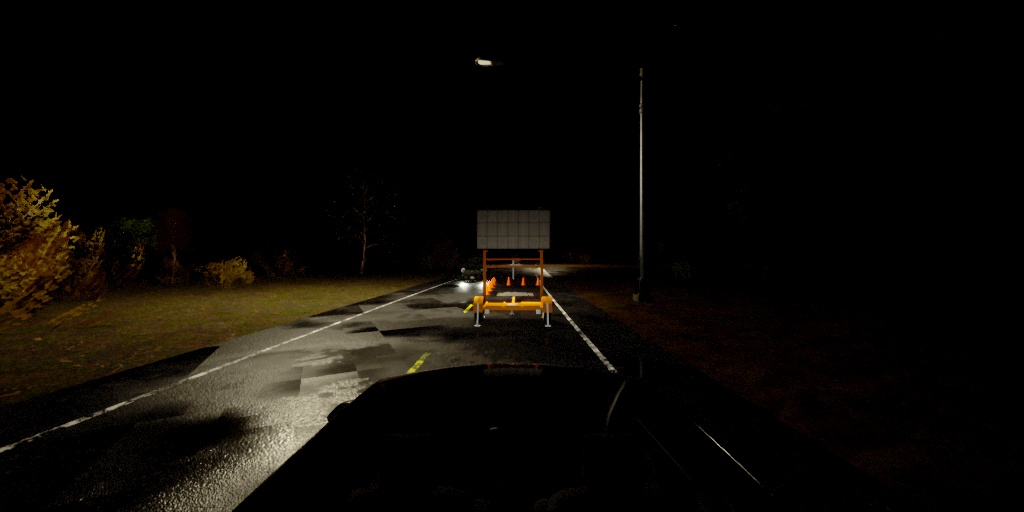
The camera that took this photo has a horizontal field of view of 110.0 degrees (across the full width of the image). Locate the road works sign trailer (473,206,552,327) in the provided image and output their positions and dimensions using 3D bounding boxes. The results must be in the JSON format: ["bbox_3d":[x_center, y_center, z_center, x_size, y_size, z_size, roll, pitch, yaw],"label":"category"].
[{"bbox_3d":[0.042,0.214,11.548,2.380,3.560,2.880,0,0,1],"label":"road works sign trailer"}]

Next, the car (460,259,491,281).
[{"bbox_3d":[-2.995,1.099,29.916,2.097,1.767,4.553,0,0,2],"label":"car"}]
